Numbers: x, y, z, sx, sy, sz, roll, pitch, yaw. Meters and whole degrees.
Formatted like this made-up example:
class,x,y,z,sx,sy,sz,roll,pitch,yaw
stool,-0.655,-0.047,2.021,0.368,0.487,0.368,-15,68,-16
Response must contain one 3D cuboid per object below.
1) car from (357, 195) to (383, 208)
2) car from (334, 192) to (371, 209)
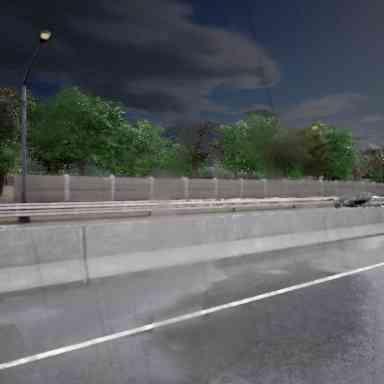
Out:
class,x,y,z,sx,sy,sz,roll,pitch,yaw
car,19.902,1.323,35.207,4.892,1.490,1.837,0,0,-35
car,18.994,1.030,38.839,5.566,2.045,2.150,0,0,-35
